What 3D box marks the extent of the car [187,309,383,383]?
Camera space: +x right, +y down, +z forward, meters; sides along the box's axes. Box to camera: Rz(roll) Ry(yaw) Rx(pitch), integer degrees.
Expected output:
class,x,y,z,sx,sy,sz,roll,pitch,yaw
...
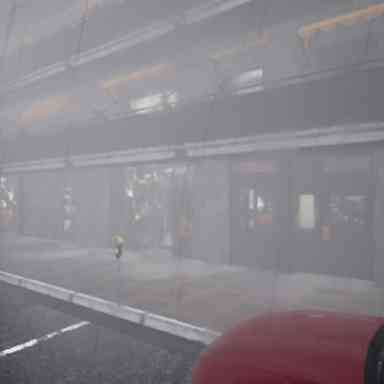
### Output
class,x,y,z,sx,sy,sz,roll,pitch,yaw
car,2.186,1.313,1.327,5.009,1.841,2.192,0,0,35
